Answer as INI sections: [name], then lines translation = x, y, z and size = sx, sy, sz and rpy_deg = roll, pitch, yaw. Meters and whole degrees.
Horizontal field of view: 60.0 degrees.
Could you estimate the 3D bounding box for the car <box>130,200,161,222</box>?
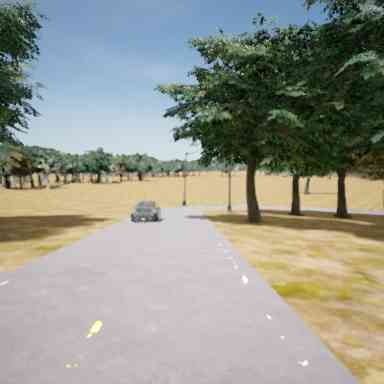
[car]
translation = -3.669, 1.459, 27.046
size = 2.097, 1.767, 4.553
rpy_deg = 0, 0, -1
